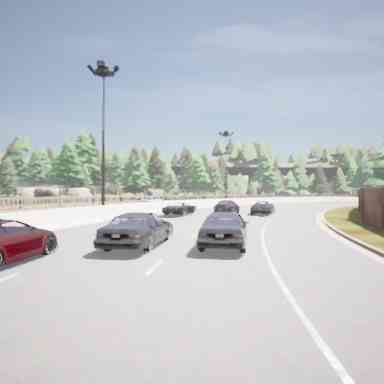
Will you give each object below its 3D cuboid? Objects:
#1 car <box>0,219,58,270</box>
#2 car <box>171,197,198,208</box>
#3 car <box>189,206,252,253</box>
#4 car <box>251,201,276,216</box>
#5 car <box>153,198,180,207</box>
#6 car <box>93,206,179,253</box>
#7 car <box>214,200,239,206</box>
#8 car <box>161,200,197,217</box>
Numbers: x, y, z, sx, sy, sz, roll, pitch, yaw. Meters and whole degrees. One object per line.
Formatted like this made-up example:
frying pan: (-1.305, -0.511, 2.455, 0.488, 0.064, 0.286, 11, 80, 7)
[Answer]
car: (-6.080, 1.542, 10.538, 1.994, 1.385, 4.181, 0, 0, 7)
car: (-1.031, 1.513, 49.015, 1.812, 1.442, 4.674, 0, 0, 29)
car: (1.381, 1.549, 13.872, 2.033, 1.411, 5.357, 0, 0, 10)
car: (7.214, 1.580, 33.630, 1.994, 1.385, 4.181, 0, 0, 22)
car: (-3.873, 1.578, 51.149, 1.895, 1.301, 4.718, 0, 0, 29)
car: (-2.178, 1.538, 13.736, 2.033, 1.411, 5.357, 0, 0, 9)
car: (3.596, 1.530, 34.056, 1.812, 1.442, 4.674, 0, 0, 22)
car: (-1.105, 1.591, 31.645, 1.895, 1.301, 4.718, 0, 0, 19)
